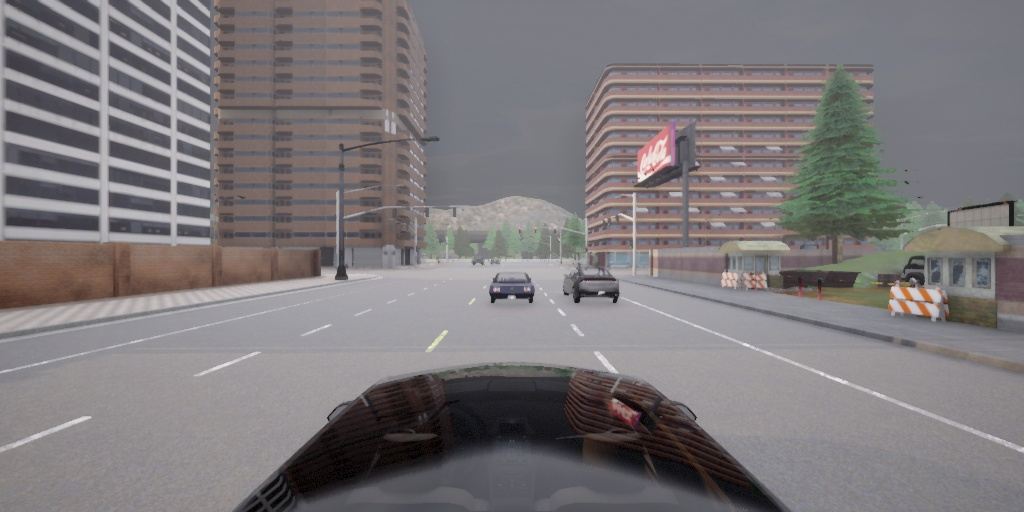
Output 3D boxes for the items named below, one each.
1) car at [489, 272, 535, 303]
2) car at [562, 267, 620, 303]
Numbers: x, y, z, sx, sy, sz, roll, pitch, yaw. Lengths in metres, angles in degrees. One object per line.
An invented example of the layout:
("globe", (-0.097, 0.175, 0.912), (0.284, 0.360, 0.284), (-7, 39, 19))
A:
("car", (0.000, 1.365, 16.530), (1.895, 1.301, 4.718), (0, 0, 0))
("car", (3.500, 1.244, 16.500), (2.128, 1.511, 4.902), (0, 0, 0))
